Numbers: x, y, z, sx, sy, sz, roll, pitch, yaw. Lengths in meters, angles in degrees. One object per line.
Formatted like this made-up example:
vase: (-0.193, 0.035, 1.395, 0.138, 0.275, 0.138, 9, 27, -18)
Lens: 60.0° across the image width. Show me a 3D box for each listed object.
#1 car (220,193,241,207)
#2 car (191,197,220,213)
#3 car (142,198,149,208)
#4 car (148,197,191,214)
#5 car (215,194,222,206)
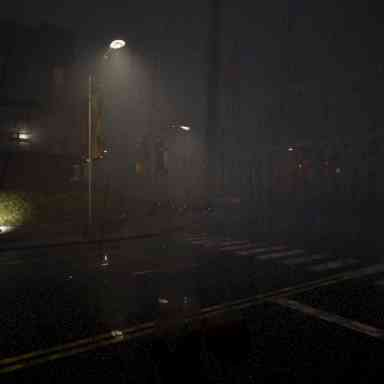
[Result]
car: (5.002, 1.221, 50.901, 2.150, 2.045, 5.566, 0, 0, -34)
car: (0.670, 1.564, 36.667, 1.994, 1.385, 4.181, 0, 0, -35)
car: (-5.130, 1.492, 45.096, 2.128, 1.511, 4.902, 0, 0, -34)
car: (-2.414, 1.526, 34.972, 1.812, 1.442, 4.674, 0, 0, -35)
car: (1.744, 1.478, 49.483, 1.882, 1.535, 5.008, 0, 0, -35)
